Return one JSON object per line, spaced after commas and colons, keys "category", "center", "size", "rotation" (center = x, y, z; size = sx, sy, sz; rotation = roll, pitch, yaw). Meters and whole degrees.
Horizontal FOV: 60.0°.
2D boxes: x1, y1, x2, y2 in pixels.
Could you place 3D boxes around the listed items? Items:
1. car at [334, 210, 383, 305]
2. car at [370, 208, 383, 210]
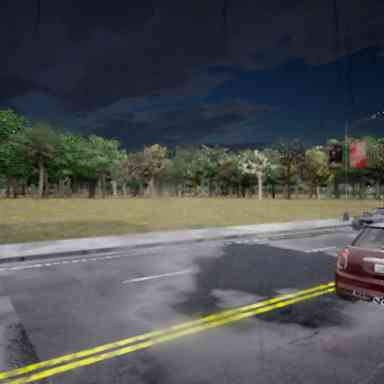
{"category": "car", "center": [5.091, 1.377, 7.072], "size": [4.553, 1.767, 2.097], "rotation": [0, 0, -36]}
{"category": "car", "center": [11.309, 1.627, 19.739], "size": [4.181, 1.385, 1.994], "rotation": [0, 0, -35]}
